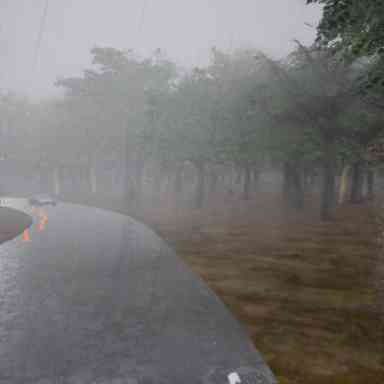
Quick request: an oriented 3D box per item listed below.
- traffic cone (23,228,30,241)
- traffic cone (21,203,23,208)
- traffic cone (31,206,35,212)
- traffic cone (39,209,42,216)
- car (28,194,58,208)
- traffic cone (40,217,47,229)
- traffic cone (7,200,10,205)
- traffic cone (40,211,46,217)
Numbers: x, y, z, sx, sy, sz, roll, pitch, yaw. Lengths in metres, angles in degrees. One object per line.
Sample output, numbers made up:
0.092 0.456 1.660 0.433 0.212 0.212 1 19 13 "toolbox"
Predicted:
-7.867 2.026 15.779 0.340 0.580 0.340 -1 1 -14 "traffic cone"
-18.675 1.451 36.515 0.340 0.580 0.340 -3 4 -42 "traffic cone"
-15.693 1.623 32.861 0.340 0.580 0.340 -3 3 -36 "traffic cone"
-13.098 1.768 28.921 0.340 0.580 0.340 -2 3 -30 "traffic cone"
-17.233 0.945 38.195 2.033 1.411 5.357 -3 4 -42 "car"
-9.170 1.972 20.351 0.340 0.580 0.340 -1 1 -19 "traffic cone"
-22.012 1.255 39.849 0.340 0.580 0.340 3 5 42 "traffic cone"
-10.916 1.885 24.736 0.340 0.580 0.340 -2 2 -25 "traffic cone"
